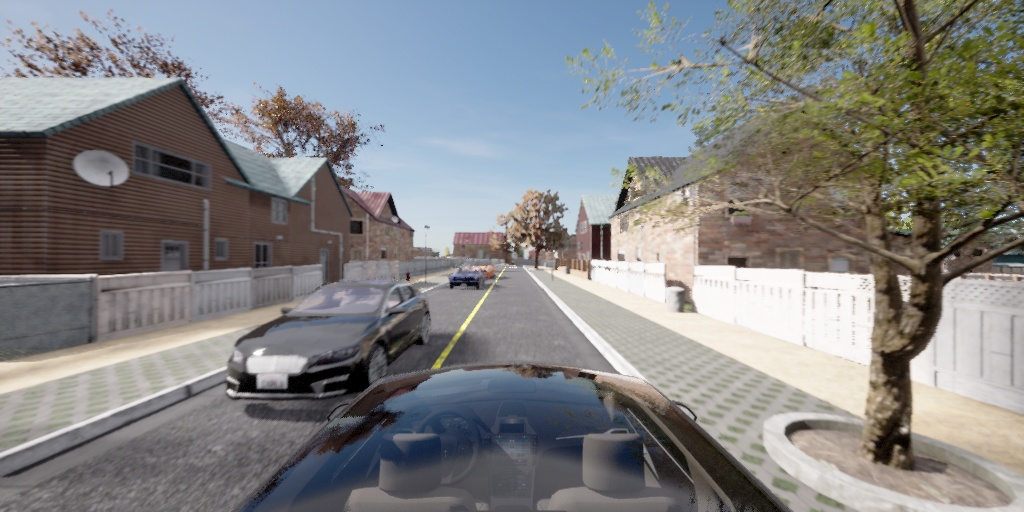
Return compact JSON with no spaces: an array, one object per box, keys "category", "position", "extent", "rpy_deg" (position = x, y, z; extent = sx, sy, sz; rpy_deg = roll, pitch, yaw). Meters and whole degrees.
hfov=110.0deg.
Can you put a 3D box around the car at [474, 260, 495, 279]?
[{"category":"car","position":[-2.655,1.118,32.625],"extent":[2.097,1.767,4.553],"rpy_deg":[0,0,0]}]

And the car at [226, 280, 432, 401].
[{"category":"car","position":[-2.838,1.235,6.714],"extent":[2.128,1.511,4.902],"rpy_deg":[0,0,0]}]

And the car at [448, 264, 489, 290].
[{"category":"car","position":[-2.757,1.354,22.746],"extent":[1.895,1.301,4.718],"rpy_deg":[0,0,1]}]
